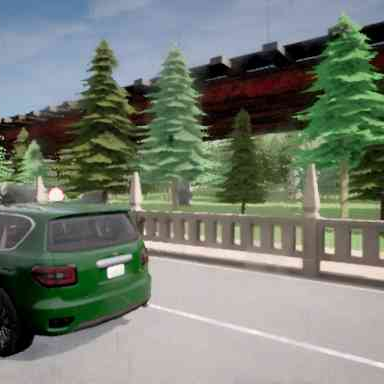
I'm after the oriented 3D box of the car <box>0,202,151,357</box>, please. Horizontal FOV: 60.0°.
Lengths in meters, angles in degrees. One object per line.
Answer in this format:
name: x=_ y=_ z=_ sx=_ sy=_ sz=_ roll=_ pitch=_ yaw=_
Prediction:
car: x=-3.284 y=1.203 z=6.223 sx=5.566 sy=2.045 sz=2.150 roll=0 pitch=0 yaw=35
